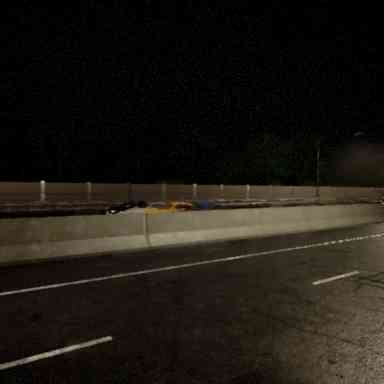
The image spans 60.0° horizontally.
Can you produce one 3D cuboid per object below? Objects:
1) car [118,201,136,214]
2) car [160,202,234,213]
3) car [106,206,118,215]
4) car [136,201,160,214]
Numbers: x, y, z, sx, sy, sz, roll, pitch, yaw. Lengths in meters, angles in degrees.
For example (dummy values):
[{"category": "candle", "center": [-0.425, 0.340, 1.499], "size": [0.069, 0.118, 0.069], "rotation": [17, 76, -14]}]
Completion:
[{"category": "car", "center": [-3.317, 1.563, 27.323], "size": [4.674, 1.442, 1.812], "rotation": [0, 0, -36]}, {"category": "car", "center": [0.716, 1.496, 21.602], "size": [5.008, 1.535, 1.882], "rotation": [0, 0, -36]}, {"category": "car", "center": [-5.358, 1.570, 30.166], "size": [4.892, 1.490, 1.837], "rotation": [0, 0, -36]}, {"category": "car", "center": [-1.276, 1.514, 24.479], "size": [5.008, 1.535, 1.882], "rotation": [0, 0, -36]}]
